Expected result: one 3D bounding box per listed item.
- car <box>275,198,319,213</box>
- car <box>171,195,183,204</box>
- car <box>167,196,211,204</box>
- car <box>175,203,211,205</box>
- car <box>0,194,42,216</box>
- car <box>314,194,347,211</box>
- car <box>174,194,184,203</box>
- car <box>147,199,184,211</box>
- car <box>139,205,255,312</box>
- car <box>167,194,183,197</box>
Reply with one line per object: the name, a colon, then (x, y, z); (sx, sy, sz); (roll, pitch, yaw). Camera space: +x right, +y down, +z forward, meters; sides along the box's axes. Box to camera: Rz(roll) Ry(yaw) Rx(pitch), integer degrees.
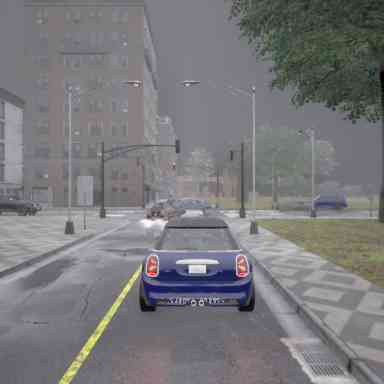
car: (11.668, 1.624, 37.880); (4.181, 1.385, 1.994); (0, -1, -1)
car: (-2.937, 1.461, 65.536); (2.097, 1.767, 4.553); (0, 0, 0)
car: (-0.239, 1.587, 41.120); (5.357, 1.411, 2.033); (0, 0, 0)
car: (0.017, 1.537, 17.558); (1.812, 1.442, 4.674); (0, 0, 1)
car: (-17.138, 1.191, 31.126); (5.566, 2.045, 2.150); (0, -1, 0)
car: (16.239, 1.321, 41.172); (5.566, 2.045, 2.150); (0, -1, 0)
car: (-2.928, 1.375, 76.126); (2.150, 2.045, 5.566); (0, 0, 0)
car: (-2.392, 1.581, 27.895); (1.994, 1.385, 4.181); (0, 0, 14)
car: (0.093, 1.355, 7.885); (2.097, 1.767, 4.553); (0, 0, 0)
car: (-2.985, 1.298, 55.739); (2.150, 2.045, 5.566); (0, 0, -2)
